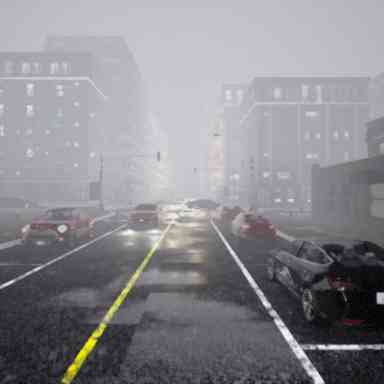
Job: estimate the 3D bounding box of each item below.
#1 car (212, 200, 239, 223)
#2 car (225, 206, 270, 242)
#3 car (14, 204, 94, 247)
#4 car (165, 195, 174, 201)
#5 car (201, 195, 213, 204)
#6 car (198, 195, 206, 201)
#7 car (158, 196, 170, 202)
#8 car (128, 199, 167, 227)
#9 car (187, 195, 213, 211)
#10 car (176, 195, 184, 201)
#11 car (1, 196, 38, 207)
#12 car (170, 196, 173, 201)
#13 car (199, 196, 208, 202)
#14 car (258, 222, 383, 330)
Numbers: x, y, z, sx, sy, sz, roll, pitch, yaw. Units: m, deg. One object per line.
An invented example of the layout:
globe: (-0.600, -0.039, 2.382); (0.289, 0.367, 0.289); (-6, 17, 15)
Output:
car: (2.823, 1.541, 24.869); (1.887, 1.381, 4.507); (0, 0, 0)
car: (2.825, 1.579, 15.867); (1.802, 1.307, 4.206); (0, 0, 0)
car: (-5.813, 1.437, 14.765); (1.967, 1.590, 4.097); (1, 0, 0)
car: (-5.697, 1.585, 84.993); (1.947, 1.339, 4.313); (0, 0, 0)
car: (2.800, 1.445, 62.340); (1.967, 1.590, 4.097); (0, 0, 0)
car: (2.682, 1.570, 90.659); (1.887, 1.381, 4.507); (0, 0, 0)
car: (-5.784, 1.549, 63.560); (1.887, 1.381, 4.507); (0, 0, 0)
car: (-3.075, 1.474, 22.864); (1.882, 1.535, 5.008); (0, 0, 0)
car: (1.904, 1.547, 41.160); (5.008, 1.535, 1.882); (1, 0, -1)
car: (-3.013, 1.559, 84.066); (2.033, 1.411, 5.357); (0, 0, 0)
car: (-20.002, 1.156, 38.201); (4.507, 1.381, 1.887); (1, -2, -1)
car: (-5.695, 1.562, 73.663); (2.008, 1.369, 4.403); (0, 0, 0)
car: (2.685, 1.582, 79.330); (1.947, 1.339, 4.313); (0, 0, 0)
car: (2.827, 1.565, 6.865); (1.947, 1.339, 4.313); (0, 0, 0)
